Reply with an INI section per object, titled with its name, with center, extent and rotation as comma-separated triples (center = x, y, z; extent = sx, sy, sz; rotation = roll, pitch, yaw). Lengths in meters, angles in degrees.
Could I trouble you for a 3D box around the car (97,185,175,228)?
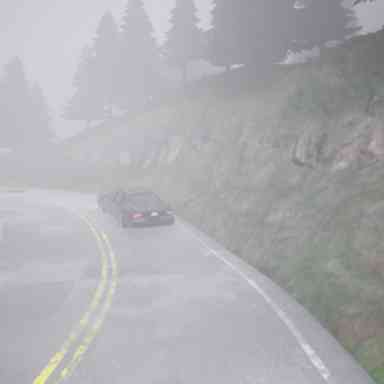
[car]
center = -2.598, 0.451, 14.329
extent = 2.033, 1.411, 5.357
rotation = -3, 11, -29
